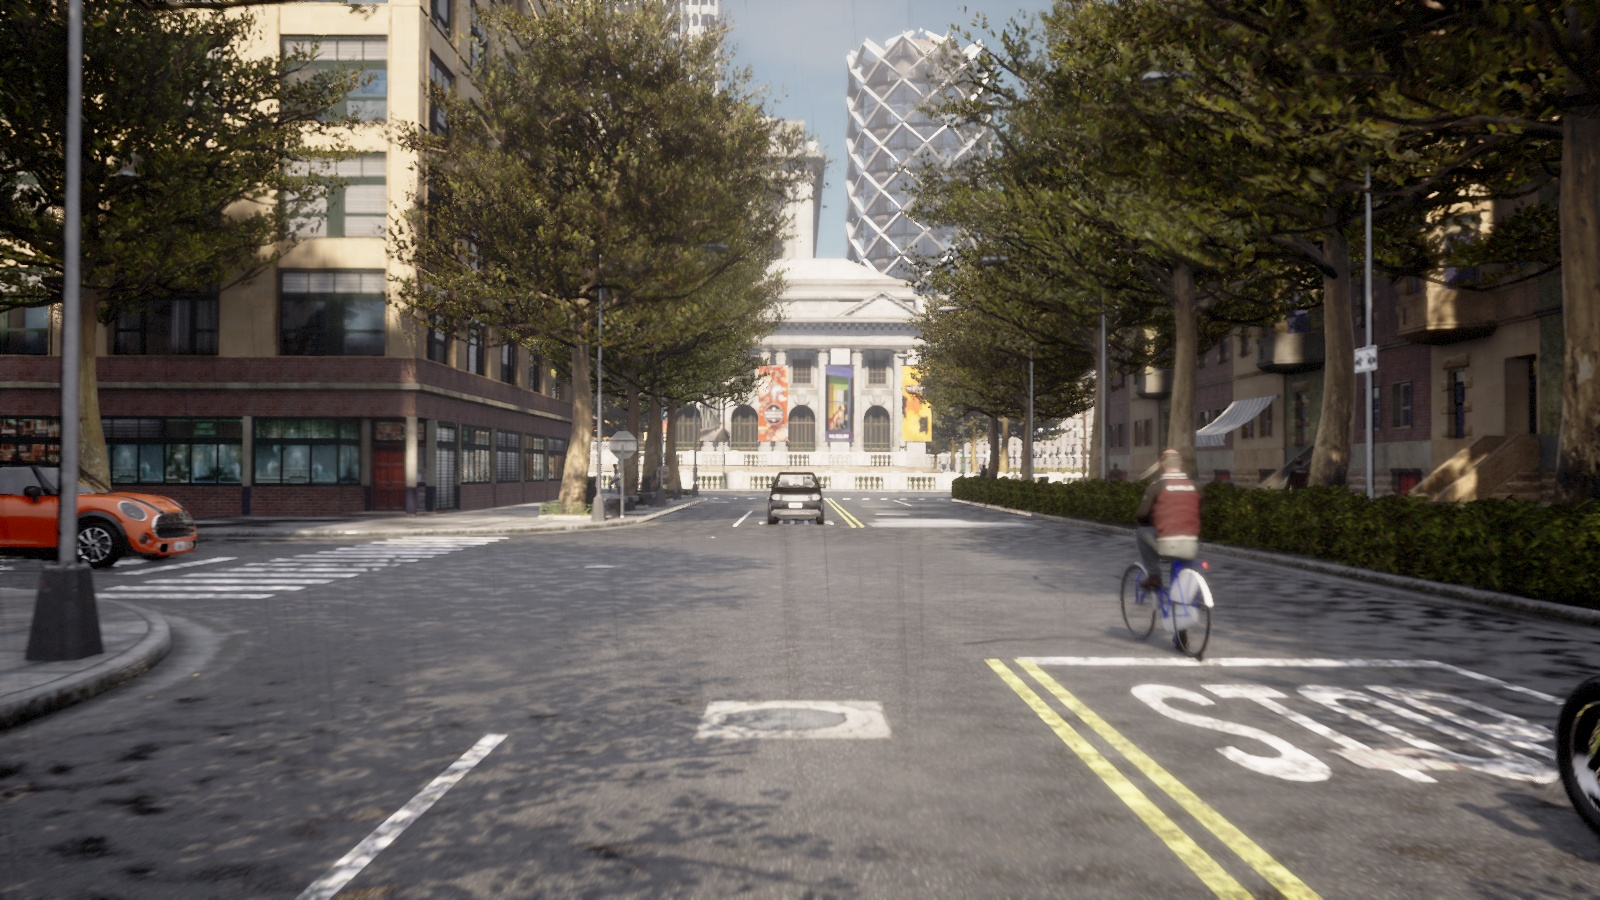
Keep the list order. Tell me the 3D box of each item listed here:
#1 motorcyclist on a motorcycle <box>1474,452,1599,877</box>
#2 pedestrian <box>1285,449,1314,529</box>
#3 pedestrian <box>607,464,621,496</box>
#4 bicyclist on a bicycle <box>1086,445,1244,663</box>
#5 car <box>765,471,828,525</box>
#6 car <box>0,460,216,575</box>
[{"bbox_3d":[3.488,0.827,4.590,0.766,1.649,2.350,0,-1,0],"label":"motorcyclist on a motorcycle"},{"bbox_3d":[11.794,0.921,29.669,0.376,1.854,0.720,0,-1,-1],"label":"pedestrian"},{"bbox_3d":[-10.691,1.725,72.345,0.706,1.836,0.354,0,-1,13],"label":"pedestrian"},{"bbox_3d":[3.202,0.860,11.212,0.659,1.776,1.843,0,-1,-7],"label":"bicyclist on a bicycle"},{"bbox_3d":[-0.101,1.431,38.092,1.789,1.549,3.705,0,-1,0],"label":"car"},{"bbox_3d":[-12.282,1.065,20.467,4.553,1.767,2.097,0,-1,-1],"label":"car"}]
